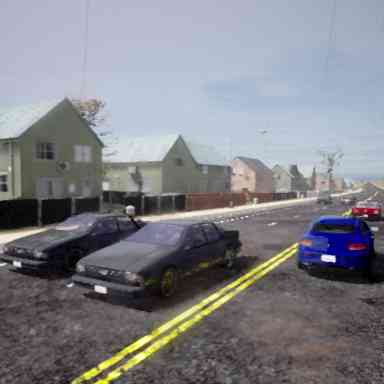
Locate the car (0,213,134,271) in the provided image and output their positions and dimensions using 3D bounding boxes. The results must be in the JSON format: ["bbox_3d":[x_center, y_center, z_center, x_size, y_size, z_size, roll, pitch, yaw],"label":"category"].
[{"bbox_3d":[-2.996,1.384,10.540,2.033,1.411,5.357,1,1,30],"label":"car"}]

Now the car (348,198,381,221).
[{"bbox_3d":[13.525,1.404,25.678,1.895,1.301,4.718,1,1,30],"label":"car"}]

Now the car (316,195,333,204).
[{"bbox_3d":[20.145,1.102,50.246,2.033,1.411,5.357,1,1,30],"label":"car"}]

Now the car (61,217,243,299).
[{"bbox_3d":[-0.385,1.434,8.564,2.033,1.411,5.357,1,1,30],"label":"car"}]

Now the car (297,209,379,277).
[{"bbox_3d":[4.488,1.441,10.091,1.812,1.442,4.674,1,1,30],"label":"car"}]

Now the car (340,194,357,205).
[{"bbox_3d":[22.925,1.088,48.562,2.128,1.511,4.902,1,1,30],"label":"car"}]
